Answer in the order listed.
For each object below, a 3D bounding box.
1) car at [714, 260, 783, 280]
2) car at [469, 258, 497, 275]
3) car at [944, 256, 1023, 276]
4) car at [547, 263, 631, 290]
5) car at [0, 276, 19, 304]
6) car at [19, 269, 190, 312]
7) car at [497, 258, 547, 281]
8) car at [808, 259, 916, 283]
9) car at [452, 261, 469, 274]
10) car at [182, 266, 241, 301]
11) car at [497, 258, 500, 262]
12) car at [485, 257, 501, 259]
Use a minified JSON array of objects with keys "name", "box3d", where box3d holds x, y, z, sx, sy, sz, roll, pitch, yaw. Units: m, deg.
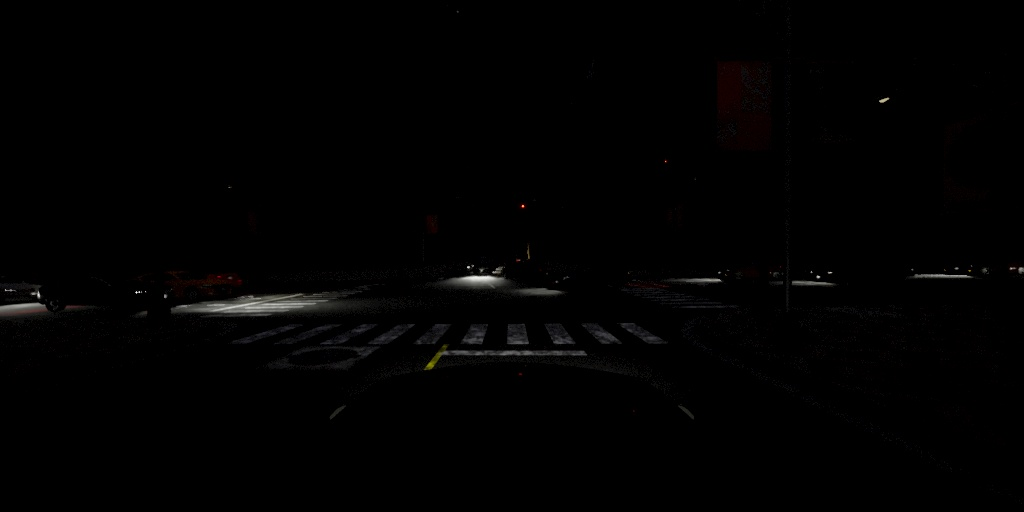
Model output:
[{"name":"car","box3d":[16.869,0.980,25.702,4.181,1.385,1.994,-1,0,0]},{"name":"car","box3d":[-3.117,1.246,39.094,2.128,1.511,4.902,0,0,0]},{"name":"car","box3d":[33.889,0.686,25.722,4.181,1.385,1.994,-1,0,0]},{"name":"car","box3d":[4.775,1.171,21.283,4.674,1.442,1.812,-1,-1,-18]},{"name":"car","box3d":[-27.623,1.763,18.932,4.674,1.442,1.812,-1,0,0]},{"name":"car","box3d":[-17.626,1.546,15.706,4.902,1.511,2.128,-1,0,2]},{"name":"car","box3d":[1.235,1.234,30.024,1.882,1.535,5.008,-2,1,-38]},{"name":"car","box3d":[21.841,0.882,22.460,5.357,1.411,2.033,-1,0,0]},{"name":"car","box3d":[-5.792,1.305,41.126,2.007,1.370,4.403,0,0,0]},{"name":"car","box3d":[-17.649,1.527,18.950,5.008,1.535,1.882,-1,0,2]},{"name":"car","box3d":[-3.164,1.305,48.953,2.033,1.411,5.357,0,0,0]},{"name":"car","box3d":[-3.201,1.287,58.891,1.812,1.442,4.674,0,0,0]}]
